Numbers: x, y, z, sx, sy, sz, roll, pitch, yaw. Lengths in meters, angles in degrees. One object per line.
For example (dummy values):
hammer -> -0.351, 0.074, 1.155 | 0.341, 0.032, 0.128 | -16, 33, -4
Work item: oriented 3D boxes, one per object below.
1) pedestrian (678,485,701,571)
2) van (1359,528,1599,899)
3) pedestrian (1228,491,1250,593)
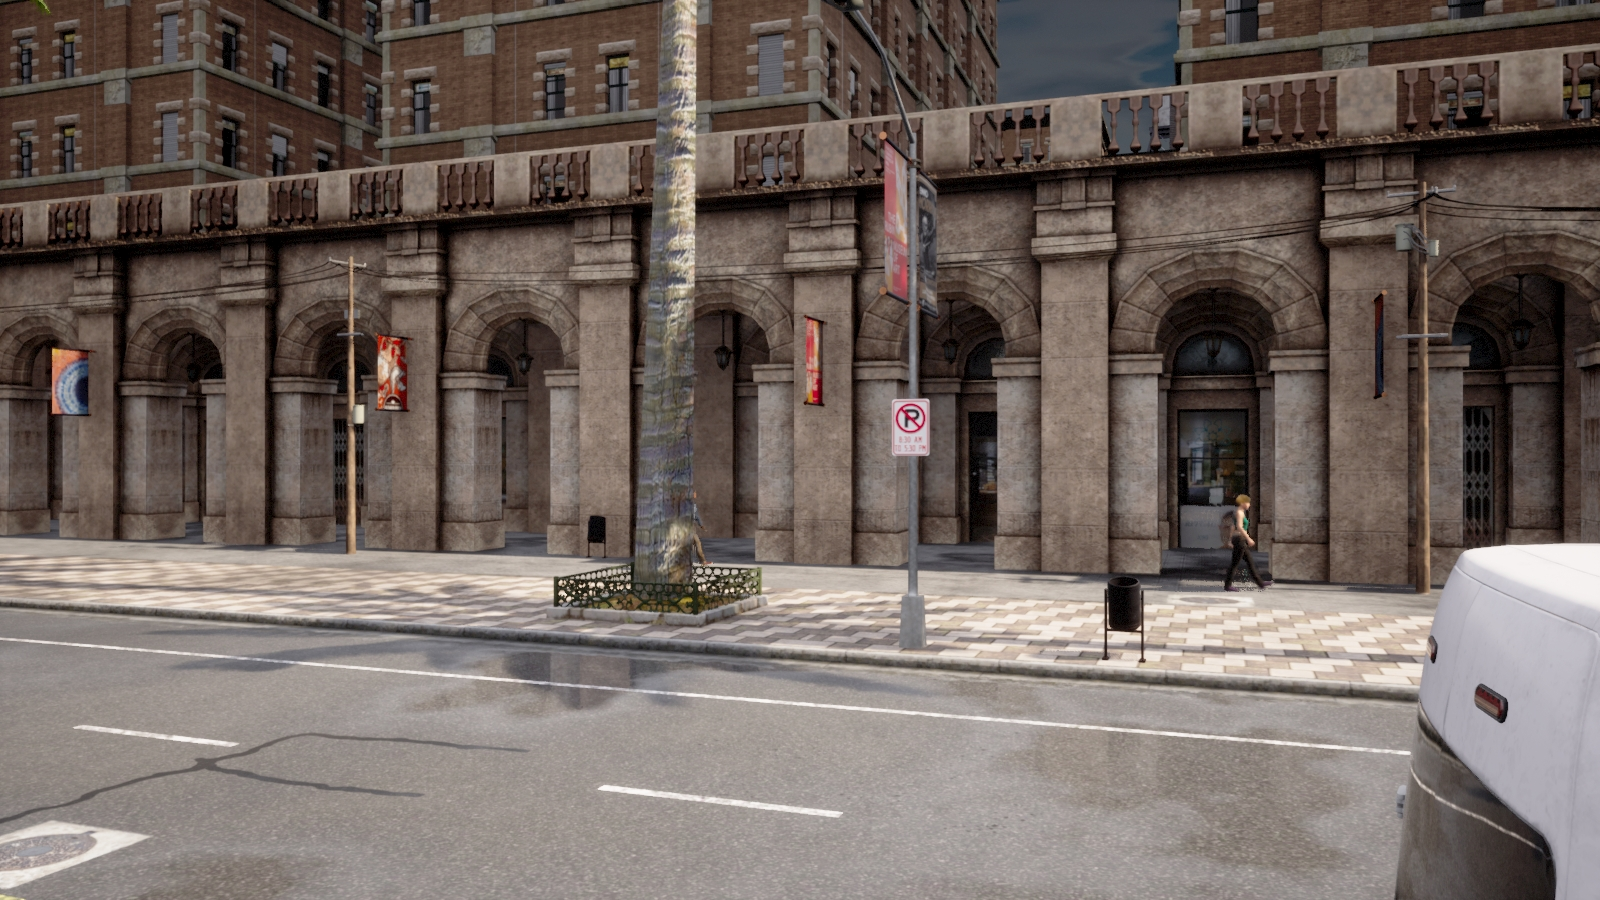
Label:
pedestrian -> -2.424, 1.696, 25.060 | 0.375, 1.860, 0.375 | 0, 0, 20
van -> 4.249, 1.534, 1.754 | 5.915, 2.561, 1.988 | 0, 0, 20
pedestrian -> 8.140, 1.698, 21.194 | 0.375, 1.860, 0.375 | 0, 0, 20
